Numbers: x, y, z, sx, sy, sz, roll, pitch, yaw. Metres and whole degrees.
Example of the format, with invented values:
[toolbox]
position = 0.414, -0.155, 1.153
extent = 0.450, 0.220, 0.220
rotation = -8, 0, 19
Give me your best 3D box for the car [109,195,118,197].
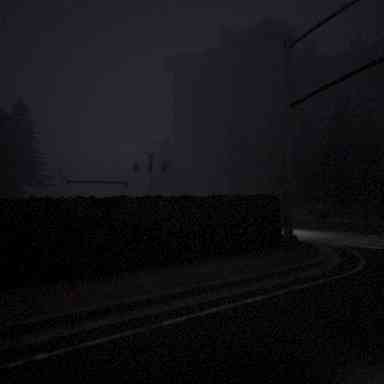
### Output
[car]
position = -11.241, 1.325, 47.600
extent = 2.097, 1.767, 4.553
rotation = 0, 0, -36
